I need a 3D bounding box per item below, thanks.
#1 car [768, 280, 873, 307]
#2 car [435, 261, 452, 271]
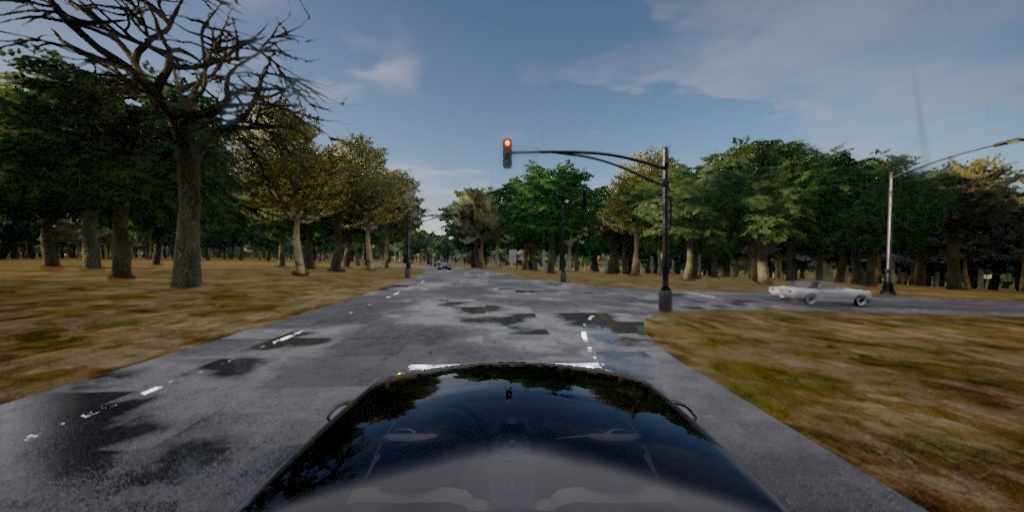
[{"bbox_3d":[17.436,2.067,20.299,4.718,1.301,1.895,2,0,-3],"label":"car"},{"bbox_3d":[-10.883,1.679,57.946,1.994,1.385,4.181,0,-1,-13],"label":"car"}]
